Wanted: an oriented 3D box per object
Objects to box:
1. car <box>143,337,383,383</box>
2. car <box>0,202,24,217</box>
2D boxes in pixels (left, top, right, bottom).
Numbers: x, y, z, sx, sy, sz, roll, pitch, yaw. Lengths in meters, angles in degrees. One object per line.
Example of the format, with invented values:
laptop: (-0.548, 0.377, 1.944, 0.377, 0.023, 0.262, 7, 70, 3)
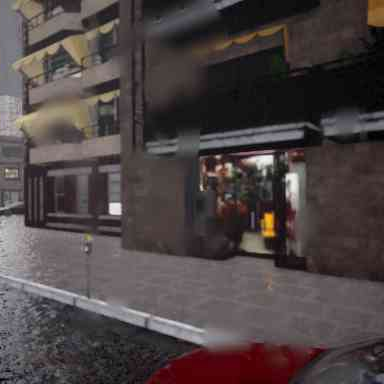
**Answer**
car: (1.448, 1.580, 1.844, 4.206, 1.307, 1.802, -1, -1, 35)
car: (-17.279, 1.701, 33.371, 1.947, 1.339, 4.313, 0, 1, 35)
